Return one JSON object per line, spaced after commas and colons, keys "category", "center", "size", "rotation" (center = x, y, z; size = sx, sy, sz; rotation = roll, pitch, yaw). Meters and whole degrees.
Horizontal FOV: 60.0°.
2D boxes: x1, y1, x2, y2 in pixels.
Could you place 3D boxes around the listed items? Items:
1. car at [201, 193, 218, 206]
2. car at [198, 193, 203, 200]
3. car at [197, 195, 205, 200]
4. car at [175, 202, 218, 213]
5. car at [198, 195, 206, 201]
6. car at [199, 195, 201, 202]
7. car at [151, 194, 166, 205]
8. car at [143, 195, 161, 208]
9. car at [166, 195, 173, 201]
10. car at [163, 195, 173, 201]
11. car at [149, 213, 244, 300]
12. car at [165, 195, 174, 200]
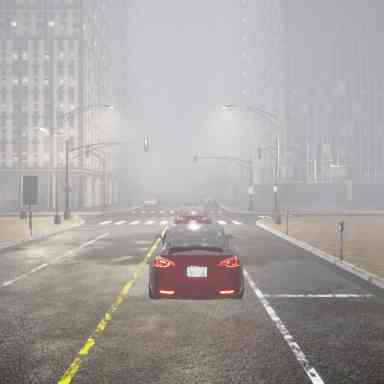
{"category": "car", "center": [2.689, 1.400, 48.177], "size": [1.967, 1.590, 4.097], "rotation": [0, 0, 0]}
{"category": "car", "center": [2.498, 1.223, 70.877], "size": [2.192, 1.841, 5.009], "rotation": [0, 0, 0]}
{"category": "car", "center": [2.449, 1.410, 87.901], "size": [2.008, 1.369, 4.403], "rotation": [0, 0, 0]}
{"category": "car", "center": [0.040, 1.497, 18.411], "size": [2.163, 1.488, 4.792], "rotation": [0, 0, 0]}
{"category": "car", "center": [2.465, 1.422, 82.227], "size": [1.887, 1.381, 4.507], "rotation": [0, 0, 0]}
{"category": "car", "center": [2.643, 1.499, 53.855], "size": [2.008, 1.369, 4.403], "rotation": [0, 0, 0]}
{"category": "car", "center": [-5.936, 1.264, 53.832], "size": [2.192, 1.841, 5.009], "rotation": [0, 0, 0]}
{"category": "car", "center": [-5.950, 1.485, 47.984], "size": [1.752, 1.417, 4.829], "rotation": [0, 0, 0]}
{"category": "car", "center": [-5.900, 1.438, 76.534], "size": [1.887, 1.381, 4.507], "rotation": [0, 0, 0]}
{"category": "car", "center": [-5.915, 1.428, 82.209], "size": [2.008, 1.369, 4.403], "rotation": [0, 0, 0]}
{"category": "car", "center": [0.075, 1.502, 8.416], "size": [2.163, 1.488, 4.792], "rotation": [0, 0, 0]}
{"category": "car", "center": [-5.931, 1.410, 87.885], "size": [2.008, 1.369, 4.403], "rotation": [0, 0, 0]}
